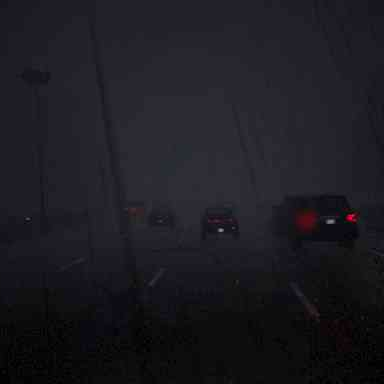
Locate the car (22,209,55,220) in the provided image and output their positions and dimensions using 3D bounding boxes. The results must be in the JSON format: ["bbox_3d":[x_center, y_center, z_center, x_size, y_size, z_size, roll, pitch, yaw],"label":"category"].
[{"bbox_3d":[-16.955,2.760,37.494,1.837,1.490,4.892,-3,-1,-6],"label":"car"}]

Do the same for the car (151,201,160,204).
[{"bbox_3d":[-6.377,2.411,59.100,1.812,1.442,4.674,-3,-1,-14],"label":"car"}]

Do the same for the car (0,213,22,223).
[{"bbox_3d":[-20.432,3.020,37.193,1.994,1.385,4.181,-3,-1,-6],"label":"car"}]

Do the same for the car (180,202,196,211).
[{"bbox_3d":[-0.601,2.096,49.398,1.895,1.301,4.718,-3,-1,-11],"label":"car"}]

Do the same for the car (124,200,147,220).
[{"bbox_3d":[-6.181,1.885,36.491,2.150,2.045,5.566,-3,0,-5],"label":"car"}]

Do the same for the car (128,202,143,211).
[{"bbox_3d":[-10.128,2.576,59.539,2.128,1.511,4.902,-3,-1,-15],"label":"car"}]

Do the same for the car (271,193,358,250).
[{"bbox_3d":[4.796,1.104,13.876,2.150,2.045,5.566,-3,0,2],"label":"car"}]

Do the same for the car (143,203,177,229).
[{"bbox_3d":[-2.144,1.821,24.786,1.882,1.535,5.008,-3,0,0],"label":"car"}]

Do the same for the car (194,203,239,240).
[{"bbox_3d":[1.370,1.589,17.952,2.128,1.511,4.902,-3,-1,1],"label":"car"}]

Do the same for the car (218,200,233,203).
[{"bbox_3d":[4.131,1.724,41.543,2.033,1.411,5.357,-3,-1,-9],"label":"car"}]
